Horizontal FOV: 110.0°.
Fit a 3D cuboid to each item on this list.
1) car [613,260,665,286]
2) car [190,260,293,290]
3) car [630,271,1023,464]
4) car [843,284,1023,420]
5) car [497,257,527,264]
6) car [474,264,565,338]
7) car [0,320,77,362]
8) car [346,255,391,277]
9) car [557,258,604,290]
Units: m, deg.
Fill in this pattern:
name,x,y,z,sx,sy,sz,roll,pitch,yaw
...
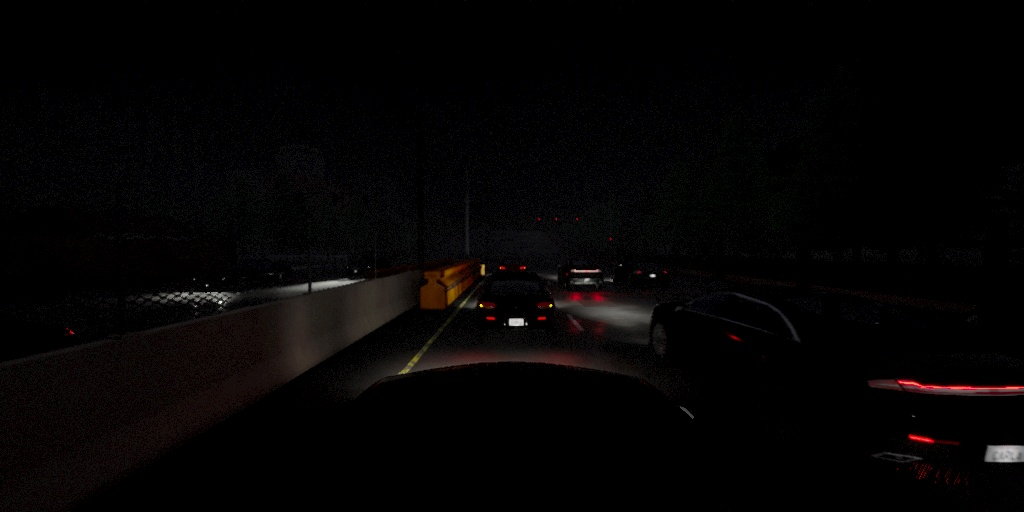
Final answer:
name,x,y,z,sx,sy,sz,roll,pitch,yaw
car,7.040,0.913,19.942,1.994,1.385,4.181,0,1,0
car,-14.127,0.910,19.254,2.033,1.411,5.357,0,1,0
car,3.591,1.169,5.026,2.128,1.511,4.902,0,1,0
car,7.092,1.253,4.490,1.994,1.385,4.181,0,1,0
car,0.028,0.803,23.177,1.812,1.442,4.674,0,1,0
car,0.071,1.106,9.425,1.812,1.442,4.674,0,1,0
car,-7.102,1.277,3.317,1.994,1.385,4.181,0,1,0
car,-10.584,0.720,26.712,2.128,1.511,4.902,0,1,0
car,3.532,0.859,19.052,2.128,1.511,4.902,0,1,2
